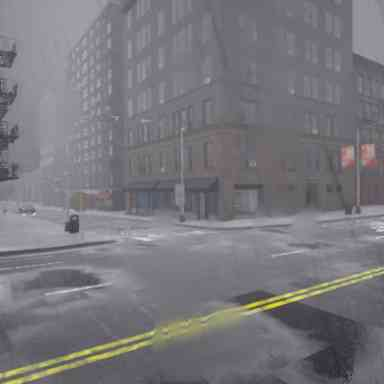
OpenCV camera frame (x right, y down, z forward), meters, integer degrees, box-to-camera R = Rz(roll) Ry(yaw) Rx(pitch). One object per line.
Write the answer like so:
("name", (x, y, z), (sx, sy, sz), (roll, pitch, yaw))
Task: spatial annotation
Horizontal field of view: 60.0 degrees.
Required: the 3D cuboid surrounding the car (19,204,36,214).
("car", (-26.130, 2.679, 52.677), (2.033, 1.411, 5.357), (-1, -1, -35))
